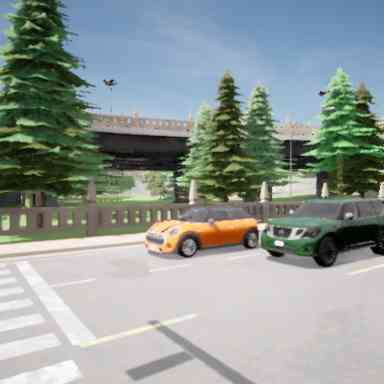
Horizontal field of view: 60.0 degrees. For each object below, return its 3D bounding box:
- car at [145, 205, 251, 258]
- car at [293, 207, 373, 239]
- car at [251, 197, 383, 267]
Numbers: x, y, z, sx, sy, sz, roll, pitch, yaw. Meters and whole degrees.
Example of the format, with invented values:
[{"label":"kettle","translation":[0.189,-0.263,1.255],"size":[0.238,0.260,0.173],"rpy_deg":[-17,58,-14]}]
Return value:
[{"label":"car","translation":[0.476,1.350,12.887],"size":[4.553,1.767,2.097],"rpy_deg":[0,0,-35]},{"label":"car","translation":[7.579,1.562,17.809],"size":[4.181,1.385,1.994],"rpy_deg":[0,0,-34]},{"label":"car","translation":[4.944,1.221,11.749],"size":[5.566,2.045,2.150],"rpy_deg":[0,0,-34]}]
